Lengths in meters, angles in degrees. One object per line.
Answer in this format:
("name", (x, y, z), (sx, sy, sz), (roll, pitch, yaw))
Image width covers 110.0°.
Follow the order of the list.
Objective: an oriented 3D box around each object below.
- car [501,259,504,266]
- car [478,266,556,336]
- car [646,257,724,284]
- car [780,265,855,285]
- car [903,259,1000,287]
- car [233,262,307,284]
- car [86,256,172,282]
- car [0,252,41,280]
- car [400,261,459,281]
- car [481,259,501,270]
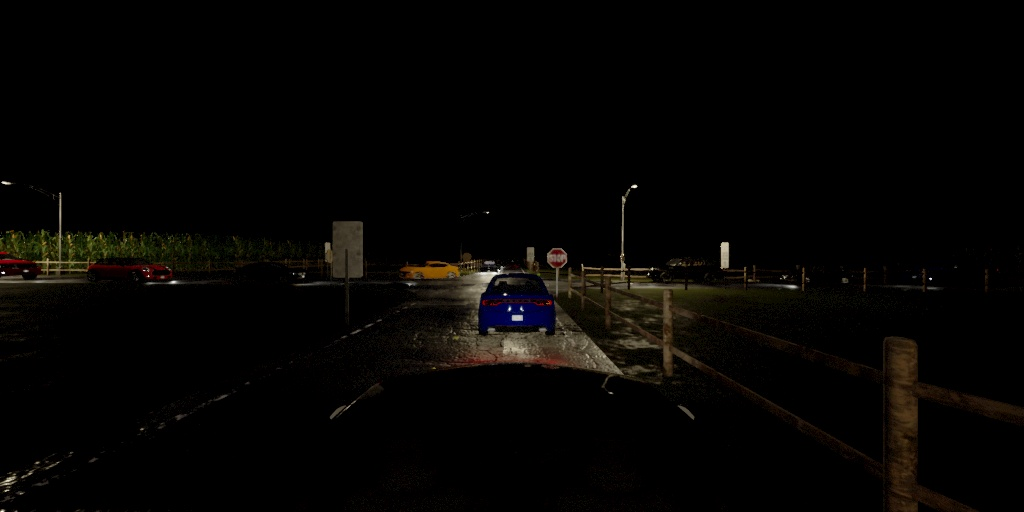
("car", (-2.723, 1.249, 56.573), (1.837, 1.490, 4.892), (0, 0, 0))
("car", (0.120, 1.227, 10.456), (1.882, 1.535, 5.008), (0, 0, 0))
("car", (13.402, 1.087, 27.888), (5.566, 2.045, 2.150), (0, 0, 1))
("car", (23.560, 1.458, 27.755), (4.892, 1.490, 1.837), (1, 0, 1))
("car", (33.761, 1.264, 27.629), (5.566, 2.045, 2.150), (0, 0, 1))
("car", (-17.026, 1.155, 25.272), (4.674, 1.442, 1.812), (0, 0, 1))
("car", (-26.958, 0.903, 25.390), (4.553, 1.767, 2.097), (0, 0, 1))
("car", (-37.296, 0.692, 25.515), (5.566, 2.045, 2.150), (0, 0, 1))
("car", (-6.740, 1.193, 29.759), (5.008, 1.535, 1.882), (1, 1, -43))
("car", (-2.758, 1.308, 44.586), (1.994, 1.385, 4.181), (0, 0, 0))
